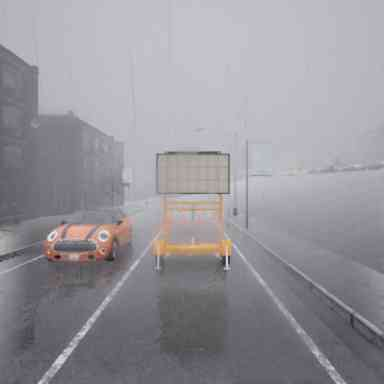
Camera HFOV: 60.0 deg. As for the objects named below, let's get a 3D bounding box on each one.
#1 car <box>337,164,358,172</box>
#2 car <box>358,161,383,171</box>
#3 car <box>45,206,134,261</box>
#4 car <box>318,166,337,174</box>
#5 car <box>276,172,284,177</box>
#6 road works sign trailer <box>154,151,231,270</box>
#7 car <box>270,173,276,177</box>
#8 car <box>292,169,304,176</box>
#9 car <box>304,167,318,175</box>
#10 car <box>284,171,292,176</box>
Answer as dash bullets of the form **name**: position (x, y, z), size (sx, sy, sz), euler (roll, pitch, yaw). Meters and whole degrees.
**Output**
- **car**: position (24.227, -3.431, 49.481), size (2.002, 1.452, 4.674), euler (0, 1, -7)
- **car**: position (25.033, -3.369, 44.120), size (2.231, 1.521, 4.892), euler (0, 1, -9)
- **car**: position (-3.503, 1.347, 12.120), size (2.097, 1.767, 4.553), euler (0, 0, 0)
- **car**: position (23.523, -3.542, 54.954), size (2.163, 1.488, 4.792), euler (0, 1, -6)
- **car**: position (21.845, -3.978, 77.229), size (2.231, 1.521, 4.892), euler (0, 1, -1)
- **road works sign trailer**: position (0.037, 0.460, 11.058), size (2.380, 3.560, 2.880), euler (0, 0, 1)
- **car**: position (21.715, -4.057, 82.747), size (2.231, 1.521, 4.892), euler (0, 1, -1)
- **car**: position (22.433, -3.779, 66.150), size (2.097, 1.535, 5.008), euler (0, 1, -4)
- **car**: position (22.902, -3.802, 60.645), size (2.185, 1.767, 4.553), euler (0, 1, -5)
- **car**: position (22.079, -3.841, 71.687), size (2.002, 1.452, 4.674), euler (0, 1, -3)
